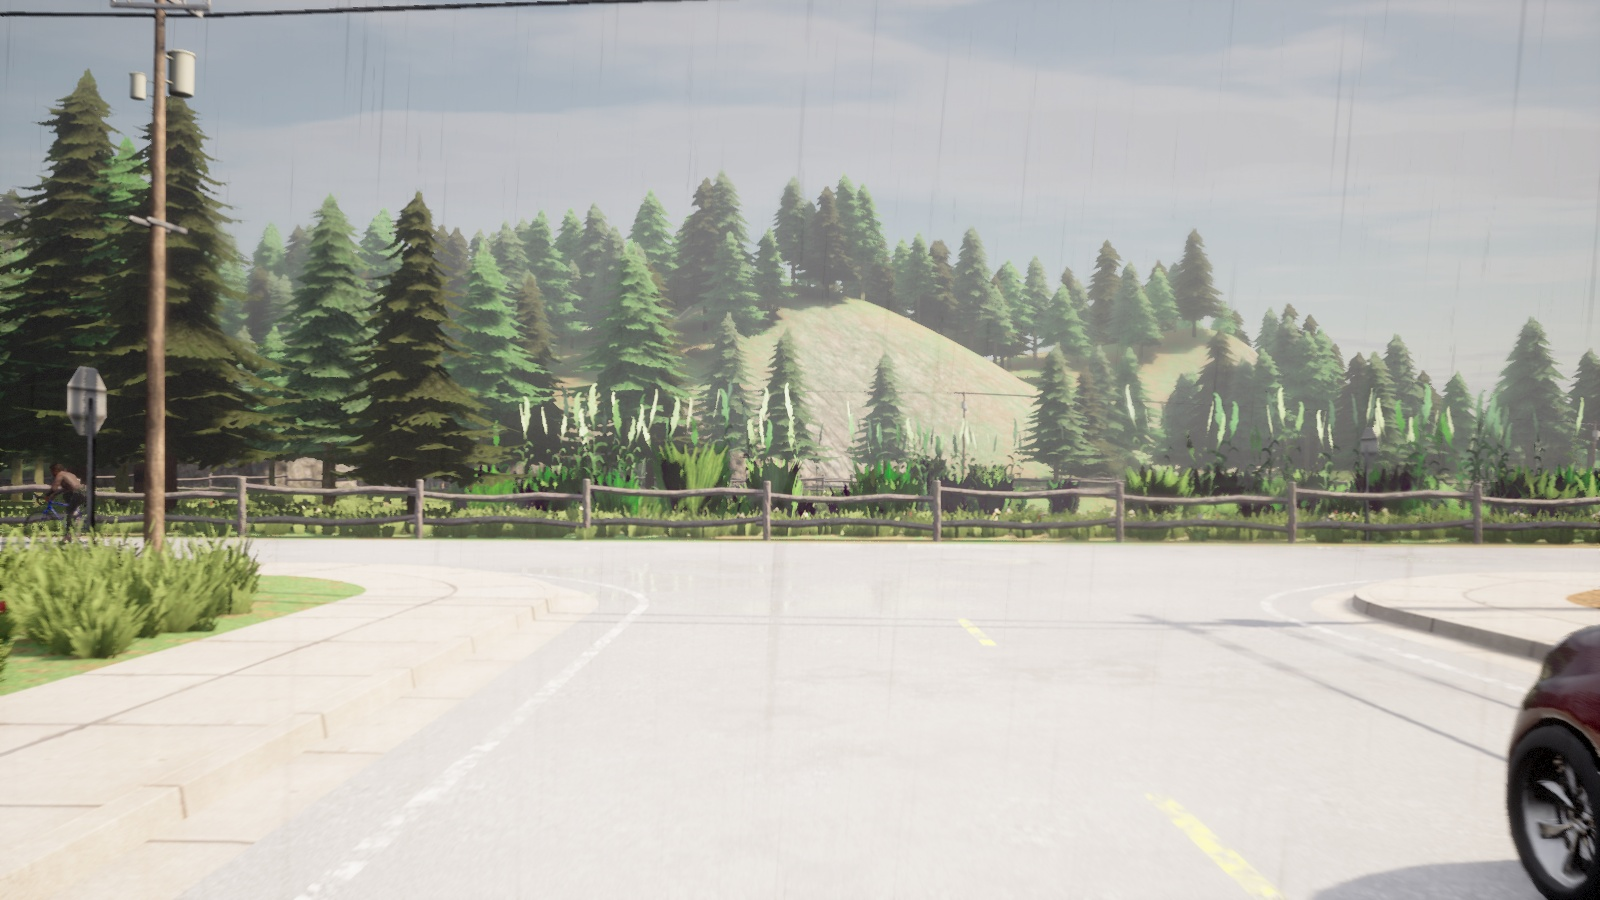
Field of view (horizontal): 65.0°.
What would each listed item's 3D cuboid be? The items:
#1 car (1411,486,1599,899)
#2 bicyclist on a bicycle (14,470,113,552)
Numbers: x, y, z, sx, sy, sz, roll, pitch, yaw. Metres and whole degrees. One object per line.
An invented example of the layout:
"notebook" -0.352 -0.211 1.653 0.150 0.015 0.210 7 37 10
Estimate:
"car" 3.491 0.872 3.437 1.845 1.501 3.633 0 -1 0
"bicyclist on a bicycle" -14.731 1.212 25.122 1.656 1.620 0.582 -1 -1 3
